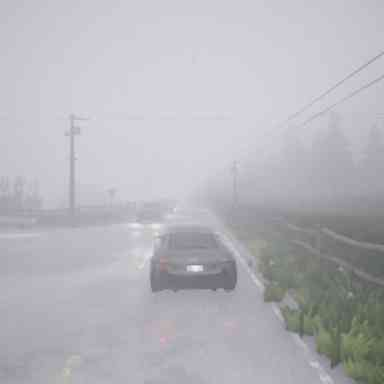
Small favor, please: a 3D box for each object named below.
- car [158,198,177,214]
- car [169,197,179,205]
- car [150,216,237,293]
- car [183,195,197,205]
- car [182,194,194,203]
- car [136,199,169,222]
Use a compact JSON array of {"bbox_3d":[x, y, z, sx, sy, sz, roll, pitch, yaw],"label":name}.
[{"bbox_3d":[-3.121,1.429,36.805,2.097,1.767,4.553,0,0,0],"label":"car"},{"bbox_3d":[-3.599,1.737,65.099,1.895,1.301,4.718,0,0,-3],"label":"car"},{"bbox_3d":[-0.099,1.584,9.006,1.994,1.385,4.181,0,0,-5],"label":"car"},{"bbox_3d":[-0.211,1.482,62.089,2.097,1.767,4.553,0,0,-4],"label":"car"},{"bbox_3d":[-0.889,1.338,72.146,2.097,1.767,4.553,0,0,-6],"label":"car"},{"bbox_3d":[-3.257,1.561,26.885,1.837,1.490,4.892,0,0,2],"label":"car"}]
